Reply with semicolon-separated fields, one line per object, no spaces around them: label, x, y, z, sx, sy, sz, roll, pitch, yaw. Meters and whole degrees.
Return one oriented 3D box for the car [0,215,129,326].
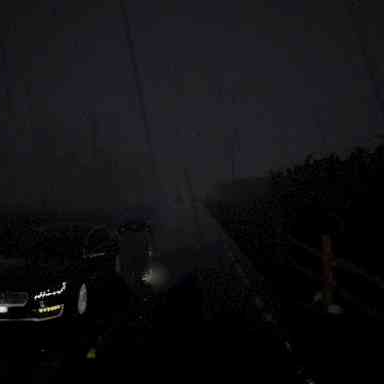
car;-2.848;1.499;7.396;1.837;1.490;4.892;0;0;0

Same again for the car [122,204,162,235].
car;-2.828;1.456;18.925;1.882;1.535;5.008;0;0;0

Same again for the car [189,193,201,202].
car;0.925;1.191;70.348;2.097;1.767;4.553;0;0;1

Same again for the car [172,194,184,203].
car;-2.741;1.210;65.612;2.097;1.767;4.553;0;0;0
